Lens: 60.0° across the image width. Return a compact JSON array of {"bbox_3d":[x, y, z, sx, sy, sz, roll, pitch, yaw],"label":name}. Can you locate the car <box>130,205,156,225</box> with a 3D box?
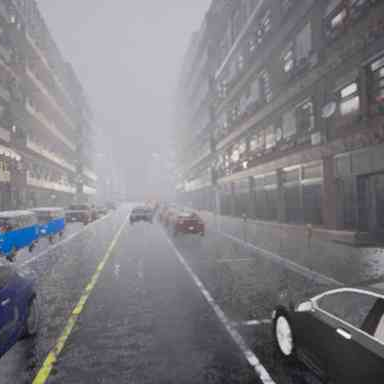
[{"bbox_3d":[-4.441,2.073,29.077,1.895,1.301,4.718,-1,-1,-9],"label":"car"}]

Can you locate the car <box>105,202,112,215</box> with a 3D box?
[{"bbox_3d":[-12.596,2.454,45.767,1.947,1.339,4.313,0,-1,-9],"label":"car"}]

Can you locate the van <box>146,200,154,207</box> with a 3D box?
[{"bbox_3d":[-10.131,2.701,79.724,1.690,1.788,3.998,0,-1,-9],"label":"van"}]

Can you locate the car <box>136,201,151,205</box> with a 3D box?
[{"bbox_3d":[-6.387,2.208,41.095,1.812,1.442,4.674,-1,-1,-9],"label":"car"}]

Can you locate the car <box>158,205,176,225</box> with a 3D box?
[{"bbox_3d":[-1.283,1.894,25.127,1.887,1.381,4.507,0,-1,-9],"label":"car"}]

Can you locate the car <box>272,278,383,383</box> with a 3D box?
[{"bbox_3d":[2.241,1.543,3.291,2.008,1.369,4.403,0,-1,-9],"label":"car"}]

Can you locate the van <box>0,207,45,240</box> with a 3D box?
[{"bbox_3d":[-7.307,1.664,13.014,1.690,1.788,3.998,0,-1,-9],"label":"van"}]

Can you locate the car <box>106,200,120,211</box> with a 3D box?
[{"bbox_3d":[-15.239,2.508,62.146,2.192,1.841,5.009,0,-1,-9],"label":"car"}]

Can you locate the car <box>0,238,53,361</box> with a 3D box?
[{"bbox_3d":[-3.277,1.648,4.018,1.812,1.442,4.674,-1,-1,-9],"label":"car"}]

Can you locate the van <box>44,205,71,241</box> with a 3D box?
[{"bbox_3d":[-8.190,1.755,18.475,1.690,1.788,3.998,0,-1,-9],"label":"van"}]

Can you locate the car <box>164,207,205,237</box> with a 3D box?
[{"bbox_3d":[-0.402,1.802,19.669,1.887,1.381,4.507,0,-1,-9],"label":"car"}]

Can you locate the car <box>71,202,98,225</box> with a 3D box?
[{"bbox_3d":[-9.952,1.915,29.393,2.192,1.841,5.009,0,-1,-9],"label":"car"}]

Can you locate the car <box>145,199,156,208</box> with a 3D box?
[{"bbox_3d":[-9.249,2.565,74.264,2.192,1.841,5.009,0,-1,-9],"label":"car"}]

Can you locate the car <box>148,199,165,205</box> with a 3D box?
[{"bbox_3d":[-3.961,1.949,41.505,2.192,1.841,5.009,0,-1,-9],"label":"car"}]

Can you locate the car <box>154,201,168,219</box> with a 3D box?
[{"bbox_3d":[-2.157,1.883,30.591,1.967,1.590,4.097,0,-1,-9],"label":"car"}]

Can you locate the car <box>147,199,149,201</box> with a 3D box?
[{"bbox_3d":[-5.724,2.272,52.423,1.967,1.590,4.097,0,-1,-9],"label":"car"}]

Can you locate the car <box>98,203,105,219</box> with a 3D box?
[{"bbox_3d":[-10.833,2.009,34.852,2.192,1.841,5.009,0,-1,-9],"label":"car"}]

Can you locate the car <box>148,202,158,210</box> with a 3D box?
[{"bbox_3d":[-7.486,2.619,63.340,1.802,1.307,4.206,0,-1,-9],"label":"car"}]

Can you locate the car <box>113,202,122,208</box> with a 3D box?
[{"bbox_3d":[-18.764,3.209,83.980,1.802,1.307,4.206,0,-1,-9],"label":"car"}]
